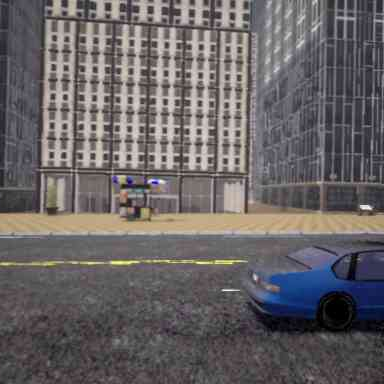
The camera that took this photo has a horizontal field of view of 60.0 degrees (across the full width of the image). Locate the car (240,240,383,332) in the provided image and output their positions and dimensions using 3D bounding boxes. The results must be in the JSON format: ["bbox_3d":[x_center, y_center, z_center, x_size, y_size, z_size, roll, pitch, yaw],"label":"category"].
[{"bbox_3d":[3.713,1.712,6.647,5.357,1.411,2.033,1,-1,-5],"label":"car"}]
